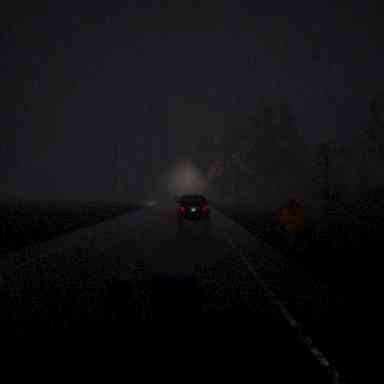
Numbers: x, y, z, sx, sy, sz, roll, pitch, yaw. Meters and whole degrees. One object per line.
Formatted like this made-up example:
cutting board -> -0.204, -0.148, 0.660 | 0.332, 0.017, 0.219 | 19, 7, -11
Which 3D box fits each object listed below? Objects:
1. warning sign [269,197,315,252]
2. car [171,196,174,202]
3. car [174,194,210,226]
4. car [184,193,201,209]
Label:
warning sign -> 3.552, 1.120, 11.912 | 1.300, 1.860, 1.060 | 1, 1, 0
car -> -3.544, 1.507, 74.113 | 1.837, 1.490, 4.892 | 0, 0, 0
car -> 0.084, 1.230, 23.828 | 2.150, 2.045, 5.566 | 0, 0, 0
car -> 0.065, 1.229, 45.159 | 2.150, 2.045, 5.566 | 0, 0, 0
